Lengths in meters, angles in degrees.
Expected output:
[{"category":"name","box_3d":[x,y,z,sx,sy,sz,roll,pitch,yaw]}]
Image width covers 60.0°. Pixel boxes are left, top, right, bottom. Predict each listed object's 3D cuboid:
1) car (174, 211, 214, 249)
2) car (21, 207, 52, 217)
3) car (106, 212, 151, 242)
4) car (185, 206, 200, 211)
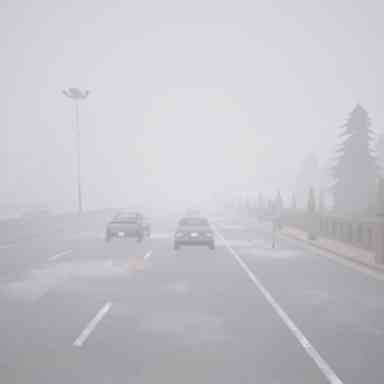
[{"category":"car","box_3d":[0.088,1.877,16.267,2.033,1.411,5.357,0,-1,0]},{"category":"car","box_3d":[-17.527,2.371,37.589,1.994,1.385,4.181,0,-1,0]},{"category":"car","box_3d":[-3.414,1.871,18.526,2.128,1.511,4.902,0,-1,0]},{"category":"car","box_3d":[0.071,2.394,40.225,1.812,1.442,4.674,0,-1,0]}]
